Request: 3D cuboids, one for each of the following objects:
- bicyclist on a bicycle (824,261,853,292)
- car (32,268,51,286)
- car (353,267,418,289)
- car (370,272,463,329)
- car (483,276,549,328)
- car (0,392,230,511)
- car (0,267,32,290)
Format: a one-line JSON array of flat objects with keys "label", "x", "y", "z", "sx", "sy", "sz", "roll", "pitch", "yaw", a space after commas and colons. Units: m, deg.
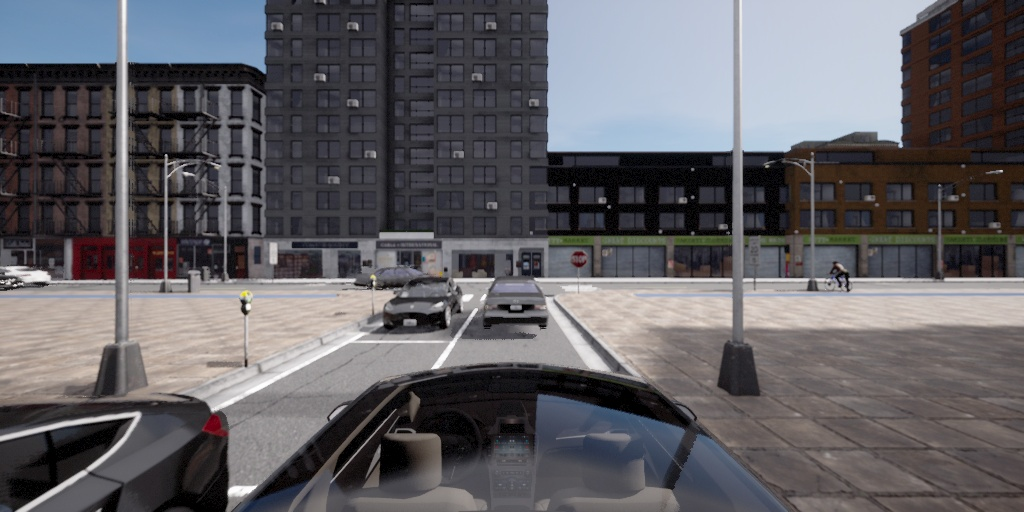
[{"label": "bicyclist on a bicycle", "x": 17.369, "y": 1.100, "z": 19.112, "sx": 0.582, "sy": 1.620, "sz": 1.656, "roll": 0, "pitch": 0, "yaw": 0}, {"label": "car", "x": -35.237, "y": 1.464, "z": 25.040, "sx": 4.674, "sy": 1.442, "sz": 1.812, "roll": 0, "pitch": 0, "yaw": 0}, {"label": "car", "x": -6.818, "y": 1.402, "z": 22.044, "sx": 5.357, "sy": 1.411, "sz": 2.033, "roll": 0, "pitch": 0, "yaw": 0}, {"label": "car", "x": -2.632, "y": 1.359, "z": 11.438, "sx": 1.948, "sy": 1.339, "sz": 4.313, "roll": 0, "pitch": 0, "yaw": 0}, {"label": "car", "x": 0.081, "y": 1.341, "z": 11.473, "sx": 2.033, "sy": 1.411, "sz": 5.357, "roll": 0, "pitch": 0, "yaw": 0}, {"label": "car", "x": -2.640, "y": 1.310, "z": 0.534, "sx": 1.948, "sy": 1.339, "sz": 4.313, "roll": 0, "pitch": 0, "yaw": 0}, {"label": "car", "x": -33.402, "y": 1.432, "z": 22.081, "sx": 4.892, "sy": 1.490, "sz": 1.837, "roll": 0, "pitch": 0, "yaw": 0}]
